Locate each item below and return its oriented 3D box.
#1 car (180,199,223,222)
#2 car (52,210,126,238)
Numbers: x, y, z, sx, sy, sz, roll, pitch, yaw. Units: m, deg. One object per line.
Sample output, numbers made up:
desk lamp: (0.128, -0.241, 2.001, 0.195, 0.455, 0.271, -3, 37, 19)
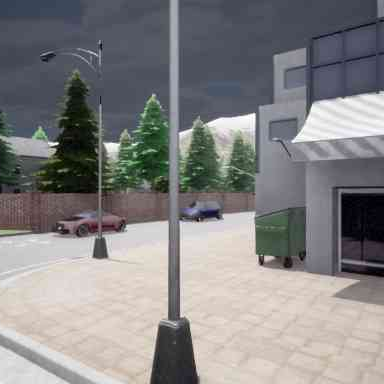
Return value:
car: (0.685, 1.528, 28.086, 2.097, 1.767, 4.553, 0, 0, 37)
car: (-5.838, 1.740, 19.276, 1.994, 1.385, 4.181, 0, 0, 37)
